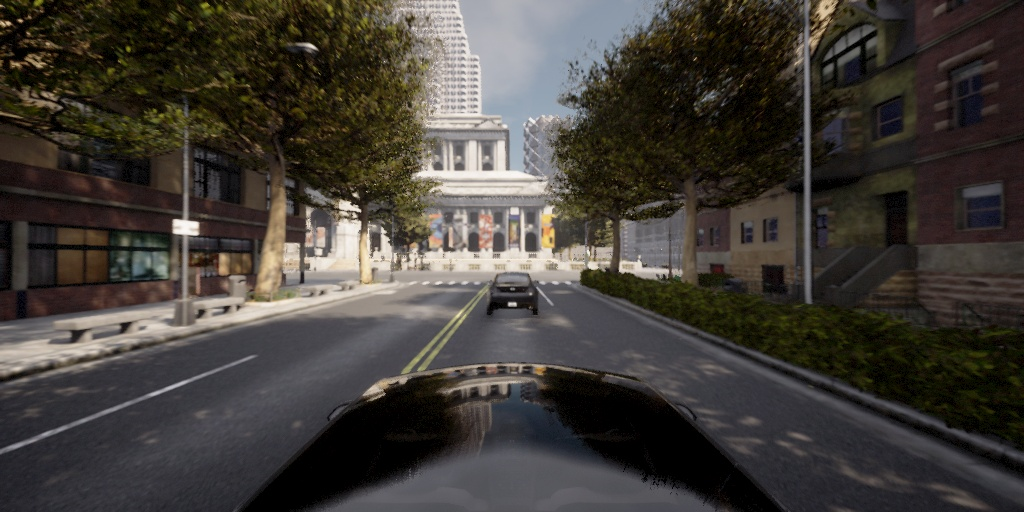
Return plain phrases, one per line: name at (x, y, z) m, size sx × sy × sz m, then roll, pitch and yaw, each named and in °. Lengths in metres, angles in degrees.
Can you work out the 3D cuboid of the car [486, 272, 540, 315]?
car at (0.036, 1.356, 14.244) m, size 1.837 × 1.490 × 4.892 m, roll 0°, pitch 0°, yaw 1°
